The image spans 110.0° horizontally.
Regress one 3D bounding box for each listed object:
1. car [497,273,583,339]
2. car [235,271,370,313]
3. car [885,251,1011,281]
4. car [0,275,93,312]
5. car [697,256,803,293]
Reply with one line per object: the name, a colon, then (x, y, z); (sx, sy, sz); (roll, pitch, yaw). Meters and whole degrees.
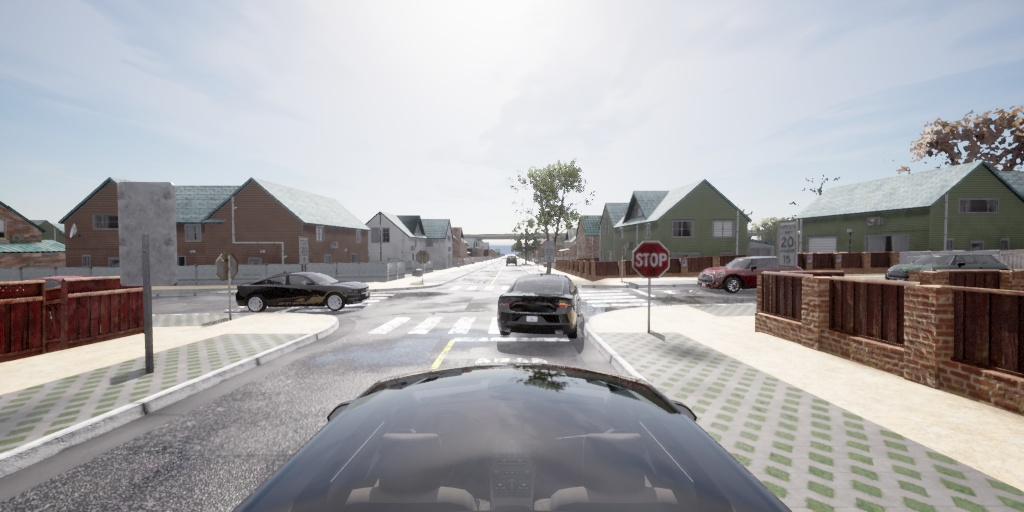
car: (0.948, 1.224, 10.251); (1.882, 1.535, 5.008); (0, 0, 12)
car: (-8.483, 1.377, 14.767); (5.008, 1.535, 1.882); (-1, 2, 0)
car: (21.683, 0.646, 17.955); (4.553, 1.767, 2.097); (-1, 2, 0)
car: (-18.036, 1.547, 14.694); (5.008, 1.535, 1.882); (-1, 2, 0)
car: (11.788, 0.820, 17.872); (4.553, 1.767, 2.097); (-1, 2, 0)
